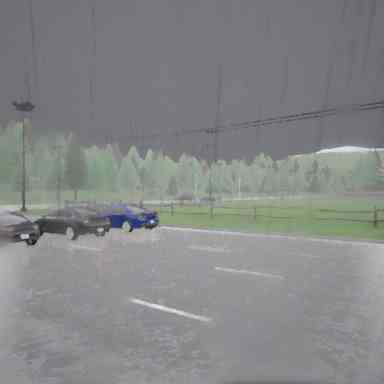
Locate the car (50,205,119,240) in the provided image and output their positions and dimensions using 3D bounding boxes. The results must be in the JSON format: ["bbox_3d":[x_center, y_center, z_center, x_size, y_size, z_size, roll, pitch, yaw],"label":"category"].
[{"bbox_3d":[-6.236,1.515,16.916,4.892,1.490,1.837,0,0,36],"label":"car"}]

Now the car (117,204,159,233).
[{"bbox_3d":[-4.204,1.484,19.765,5.008,1.535,1.882,0,0,36],"label":"car"}]

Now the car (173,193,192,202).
[{"bbox_3d":[-2.317,1.219,79.854,2.150,2.045,5.566,0,0,36],"label":"car"}]

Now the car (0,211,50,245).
[{"bbox_3d":[-8.269,1.532,14.066,4.674,1.442,1.812,0,0,36],"label":"car"}]

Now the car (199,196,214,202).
[{"bbox_3d":[3.353,1.546,75.749,1.994,1.385,4.181,0,0,36],"label":"car"}]
